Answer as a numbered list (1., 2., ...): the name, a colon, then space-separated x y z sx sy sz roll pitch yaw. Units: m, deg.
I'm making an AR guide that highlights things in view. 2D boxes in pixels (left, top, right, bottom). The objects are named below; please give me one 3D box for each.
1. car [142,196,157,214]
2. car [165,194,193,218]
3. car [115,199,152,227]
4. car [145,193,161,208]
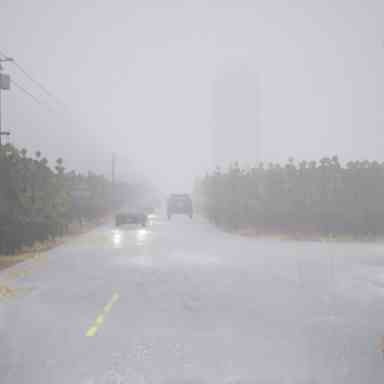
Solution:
1. car: -4.959 1.440 34.987 1.882 1.535 5.008 0 0 -4
2. car: -1.172 1.189 29.858 2.150 2.045 5.566 0 0 -5
3. car: -4.023 1.453 22.768 1.882 1.535 5.008 0 0 -4
4. car: -5.585 1.172 46.267 2.150 2.045 5.566 0 0 -1
